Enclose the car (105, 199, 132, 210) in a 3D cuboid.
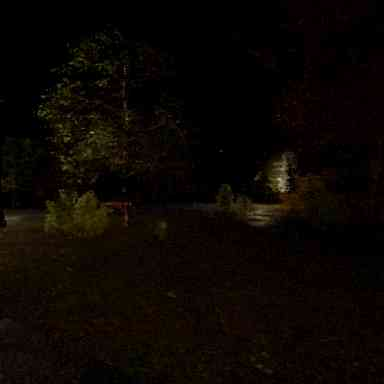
[{"bbox_3d":[-10.644,1.665,46.320,1.882,1.535,5.008,0,1,36],"label":"car"}]
